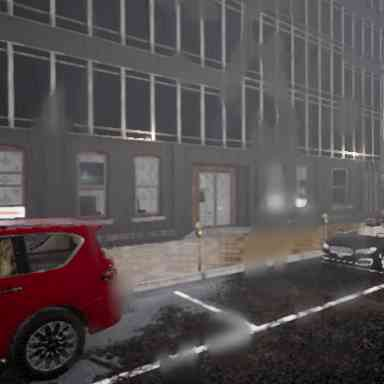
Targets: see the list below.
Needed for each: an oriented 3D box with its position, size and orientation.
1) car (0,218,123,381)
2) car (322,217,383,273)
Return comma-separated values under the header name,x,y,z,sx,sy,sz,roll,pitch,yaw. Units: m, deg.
name,x,y,z,sx,sy,sz,roll,pitch,yaw
car,-3.301,1.317,3.927,5.009,1.841,2.192,0,0,-36
car,5.873,1.501,10.432,4.403,1.369,2.008,0,0,-35
